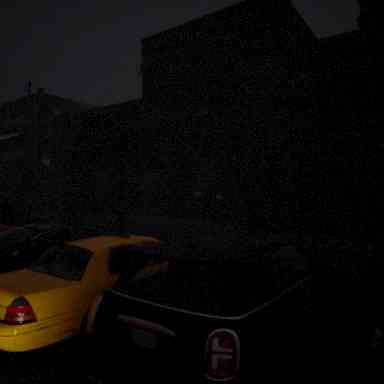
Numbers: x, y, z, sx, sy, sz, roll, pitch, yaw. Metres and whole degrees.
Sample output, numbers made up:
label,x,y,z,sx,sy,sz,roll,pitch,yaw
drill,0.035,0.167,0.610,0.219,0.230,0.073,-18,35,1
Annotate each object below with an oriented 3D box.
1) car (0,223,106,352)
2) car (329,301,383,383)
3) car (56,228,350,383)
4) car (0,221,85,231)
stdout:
label,x,y,z,sx,sy,sz,roll,pitch,yaw
car,-1.256,1.479,6.481,1.946,1.575,5.366,0,0,36
car,3.042,1.510,3.150,2.163,1.488,4.792,0,0,36
car,0.787,1.355,4.761,2.185,1.767,4.553,0,0,35
car,-3.623,1.484,7.949,2.231,1.521,4.892,0,0,36
